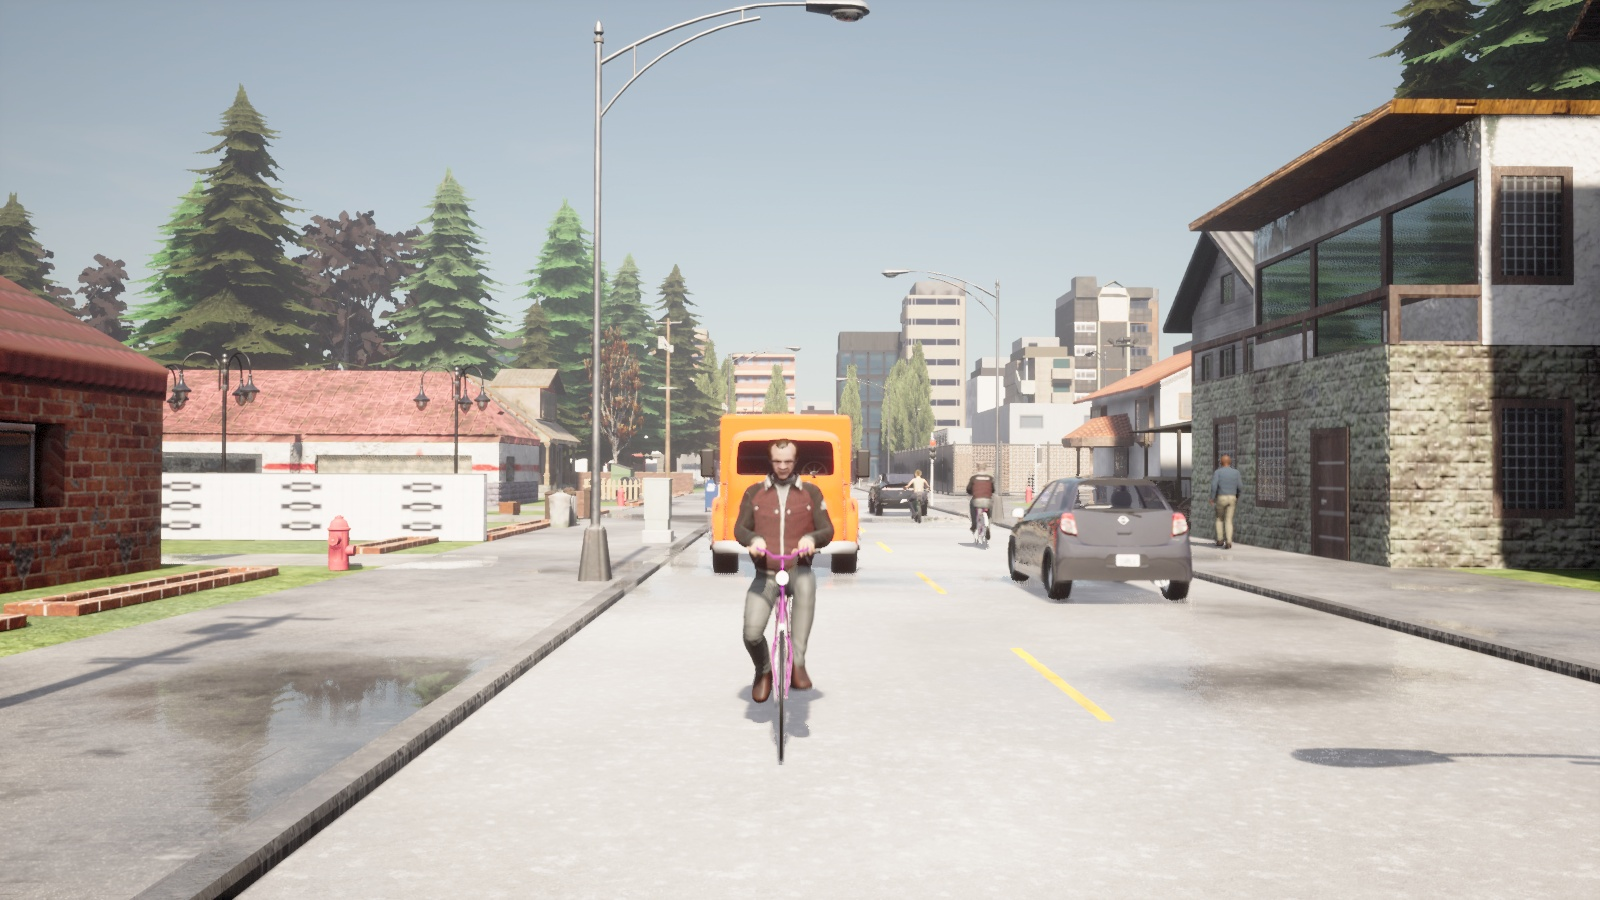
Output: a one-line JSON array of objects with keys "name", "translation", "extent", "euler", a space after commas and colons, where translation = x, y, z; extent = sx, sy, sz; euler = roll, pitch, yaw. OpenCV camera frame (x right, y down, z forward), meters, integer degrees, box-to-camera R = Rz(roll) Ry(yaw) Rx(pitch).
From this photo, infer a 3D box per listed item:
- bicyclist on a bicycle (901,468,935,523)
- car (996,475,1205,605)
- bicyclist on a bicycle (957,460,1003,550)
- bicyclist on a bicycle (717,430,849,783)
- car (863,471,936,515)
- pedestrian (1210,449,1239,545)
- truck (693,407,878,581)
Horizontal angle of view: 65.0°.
[{"name": "bicyclist on a bicycle", "translation": [3.582, 1.375, 38.151], "extent": [0.866, 1.612, 1.509], "euler": [0, 0, 0]}, {"name": "car", "translation": [3.808, 1.091, 16.551], "extent": [1.845, 1.501, 3.633], "euler": [0, -1, -1]}, {"name": "bicyclist on a bicycle", "translation": [3.711, 1.105, 25.951], "extent": [0.659, 1.776, 1.843], "euler": [0, -1, -1]}, {"name": "bicyclist on a bicycle", "translation": [-0.096, 0.807, 7.261], "extent": [0.659, 1.776, 1.843], "euler": [0, -1, -1]}, {"name": "car", "translation": [3.519, 1.516, 45.323], "extent": [2.128, 1.511, 4.902], "euler": [0, -1, -1]}, {"name": "pedestrian", "translation": [8.179, 0.897, 24.215], "extent": [0.370, 1.835, 0.726], "euler": [0, -1, 6]}, {"name": "truck", "translation": [-0.236, 0.672, 20.497], "extent": [2.627, 2.467, 5.204], "euler": [0, -1, -1]}]
